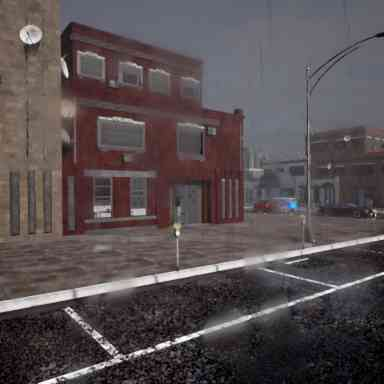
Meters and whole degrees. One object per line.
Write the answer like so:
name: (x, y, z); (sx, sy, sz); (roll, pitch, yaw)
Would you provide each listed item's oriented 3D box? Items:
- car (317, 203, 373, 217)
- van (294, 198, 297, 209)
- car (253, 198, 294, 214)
car: (15.687, 1.792, 34.170); (2.033, 1.411, 5.357); (-1, 0, -37)
van: (12.883, 1.703, 47.246); (1.690, 1.788, 3.998); (-2, 0, -38)
car: (9.900, 1.731, 41.659); (2.097, 1.767, 4.553); (-1, 0, -38)
